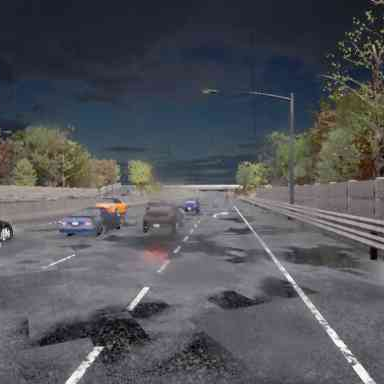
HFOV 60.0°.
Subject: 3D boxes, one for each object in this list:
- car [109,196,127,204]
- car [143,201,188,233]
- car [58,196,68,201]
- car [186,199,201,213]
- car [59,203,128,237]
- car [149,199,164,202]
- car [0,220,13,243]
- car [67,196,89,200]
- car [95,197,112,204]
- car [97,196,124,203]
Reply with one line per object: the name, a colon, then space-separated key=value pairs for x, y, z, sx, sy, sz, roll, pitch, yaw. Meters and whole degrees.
car: x=-14.846 y=1.586 z=66.865 sx=2.033 sy=1.411 sz=5.357 roll=0 pitch=0 yaw=6
car: x=-1.595 y=1.504 z=19.719 sx=1.837 sy=1.490 sz=4.892 roll=0 pitch=0 yaw=5
car: x=-25.338 y=1.542 z=67.398 sx=1.837 sy=1.490 sz=4.892 roll=0 pitch=0 yaw=5
car: x=-0.025 y=1.530 z=36.395 sx=1.812 sy=1.442 sz=4.674 roll=0 pitch=0 yaw=6
car: x=-5.261 y=1.547 z=18.205 sx=2.033 sy=1.411 sz=5.357 roll=0 pitch=0 yaw=5
car: x=-3.650 y=1.507 z=35.264 sx=1.837 sy=1.490 sz=4.892 roll=0 pitch=0 yaw=5
car: x=-9.235 y=1.505 z=13.244 sx=1.837 sy=1.490 sz=4.892 roll=0 pitch=0 yaw=5
car: x=-21.971 y=1.579 z=65.825 sx=2.033 sy=1.411 sz=5.357 roll=0 pitch=0 yaw=5
car: x=-18.216 y=1.641 z=68.372 sx=1.895 sy=1.301 sz=4.718 roll=0 pitch=0 yaw=5
car: x=-7.549 y=1.353 z=31.175 sx=2.097 sy=1.767 sz=4.553 roll=0 pitch=0 yaw=5
